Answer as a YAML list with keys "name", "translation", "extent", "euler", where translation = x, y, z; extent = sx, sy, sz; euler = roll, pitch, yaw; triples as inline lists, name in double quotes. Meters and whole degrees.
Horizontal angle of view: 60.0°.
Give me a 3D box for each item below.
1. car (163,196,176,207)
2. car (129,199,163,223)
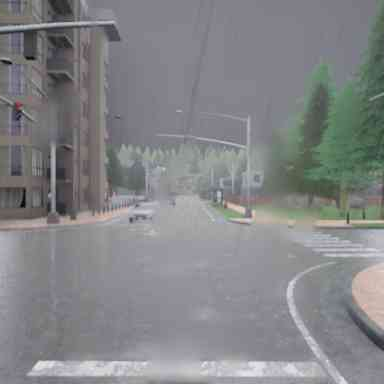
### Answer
- name: "car"
  translation: [-3.537, 1.388, 51.335]
  extent: [2.128, 1.511, 4.902]
  euler: [0, 0, 0]
- name: "car"
  translation: [-3.516, 1.500, 25.130]
  extent: [1.812, 1.442, 4.674]
  euler: [0, 0, 0]
